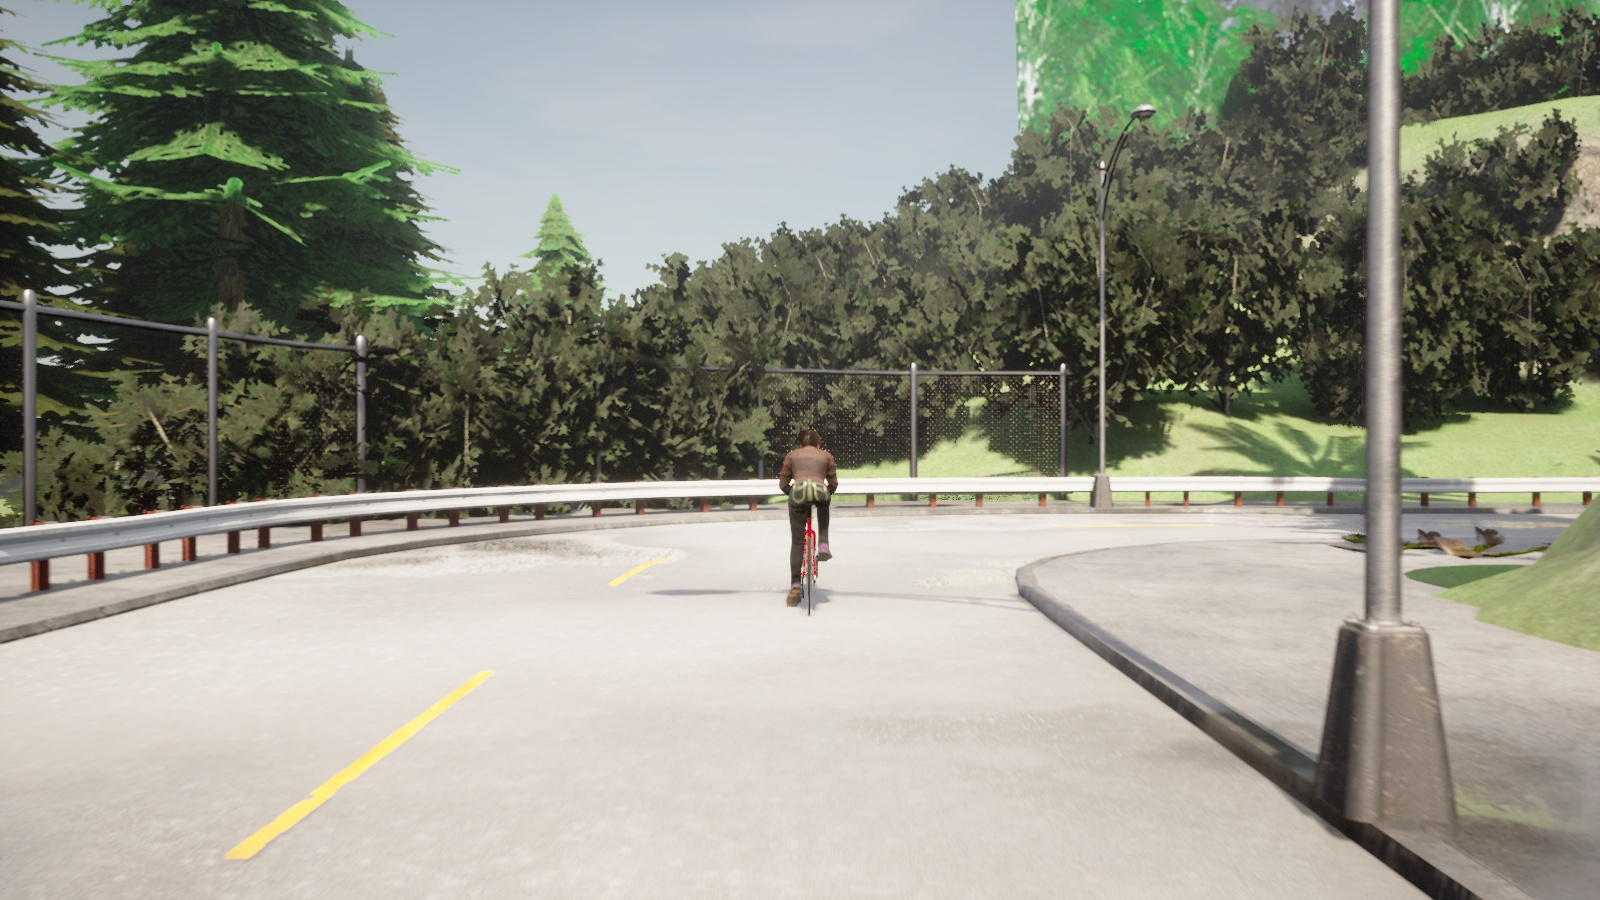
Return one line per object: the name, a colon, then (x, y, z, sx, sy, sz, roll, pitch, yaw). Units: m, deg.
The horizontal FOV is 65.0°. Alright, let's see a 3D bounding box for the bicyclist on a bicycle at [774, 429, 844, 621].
bicyclist on a bicycle: (0.086, 0.635, 11.476, 0.582, 1.620, 1.656, 0, 0, 1)
